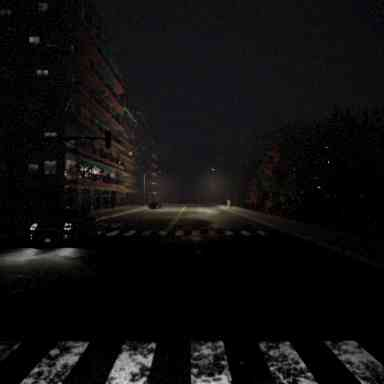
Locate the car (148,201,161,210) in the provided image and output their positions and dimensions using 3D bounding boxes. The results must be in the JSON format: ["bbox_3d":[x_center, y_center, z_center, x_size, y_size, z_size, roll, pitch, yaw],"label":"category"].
[{"bbox_3d":[-6.459,2.433,58.149,1.837,1.490,4.892,0,1,0],"label":"car"}]

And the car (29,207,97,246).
[{"bbox_3d":[-6.496,1.607,17.192,2.097,1.767,4.553,-1,0,0],"label":"car"}]
